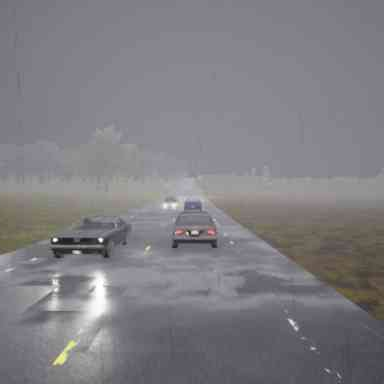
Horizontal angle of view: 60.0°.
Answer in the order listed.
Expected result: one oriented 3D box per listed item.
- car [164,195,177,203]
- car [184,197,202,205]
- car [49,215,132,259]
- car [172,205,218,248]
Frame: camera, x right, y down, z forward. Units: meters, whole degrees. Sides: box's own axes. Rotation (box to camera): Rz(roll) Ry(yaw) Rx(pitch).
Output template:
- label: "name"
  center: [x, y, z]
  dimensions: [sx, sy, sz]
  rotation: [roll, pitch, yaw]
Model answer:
- label: "car"
  center: [-3.552, 1.093, 54.895]
  dimensions: [1.895, 1.301, 4.718]
  rotation: [0, 1, 0]
- label: "car"
  center: [0.102, 1.315, 36.739]
  dimensions: [1.882, 1.535, 5.008]
  rotation: [0, 1, 0]
- label: "car"
  center: [-3.598, 1.588, 12.633]
  dimensions: [1.895, 1.301, 4.718]
  rotation: [0, 0, 0]
- label: "car"
  center: [0.102, 1.532, 14.739]
  dimensions: [2.033, 1.411, 5.357]
  rotation: [0, 0, 0]
